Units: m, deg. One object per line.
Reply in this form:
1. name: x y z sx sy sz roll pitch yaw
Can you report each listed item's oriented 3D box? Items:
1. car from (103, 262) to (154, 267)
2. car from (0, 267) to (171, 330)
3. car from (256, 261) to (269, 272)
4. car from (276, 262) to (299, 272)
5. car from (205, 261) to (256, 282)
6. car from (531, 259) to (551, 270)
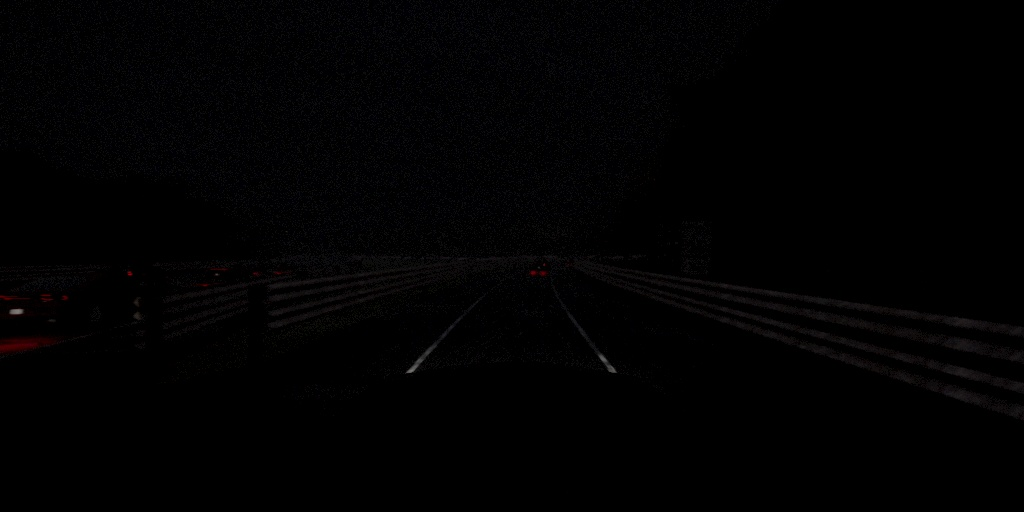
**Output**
1. car: -25.066 1.145 23.844 2.097 1.767 4.553 0 0 -19
2. car: -13.711 1.296 11.727 1.882 1.535 5.008 0 0 -18
3. car: -33.728 1.346 47.408 1.812 1.442 4.674 0 0 -21
4. car: -30.609 1.430 49.041 1.895 1.301 4.718 0 0 -21
5. car: -23.440 1.281 29.811 1.882 1.535 5.008 0 0 -19
6. car: 3.600 1.040 43.568 1.895 1.301 4.718 1 0 13
